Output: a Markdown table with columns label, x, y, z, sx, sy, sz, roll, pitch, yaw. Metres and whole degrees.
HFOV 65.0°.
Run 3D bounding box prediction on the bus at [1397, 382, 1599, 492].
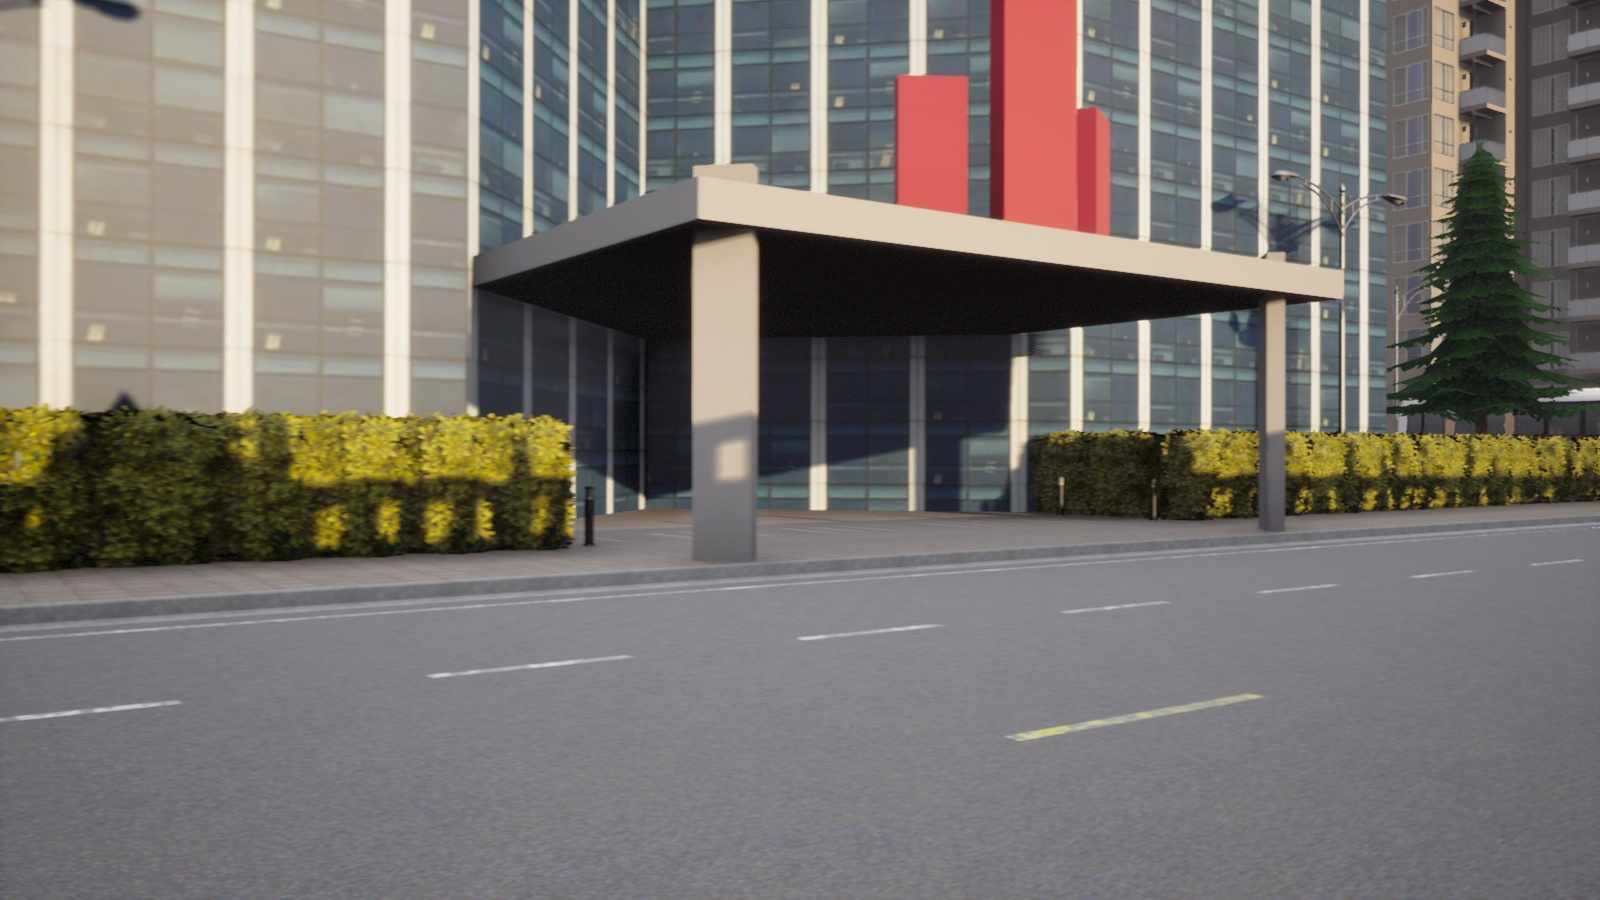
| label | x | y | z | sx | sy | sz | roll | pitch | yaw |
| --- | --- | --- | --- | --- | --- | --- | --- | --- | --- |
| bus | 30.748 | -0.514 | 52.001 | 3.944 | 4.253 | 10.273 | 0 | 0 | -35 |
